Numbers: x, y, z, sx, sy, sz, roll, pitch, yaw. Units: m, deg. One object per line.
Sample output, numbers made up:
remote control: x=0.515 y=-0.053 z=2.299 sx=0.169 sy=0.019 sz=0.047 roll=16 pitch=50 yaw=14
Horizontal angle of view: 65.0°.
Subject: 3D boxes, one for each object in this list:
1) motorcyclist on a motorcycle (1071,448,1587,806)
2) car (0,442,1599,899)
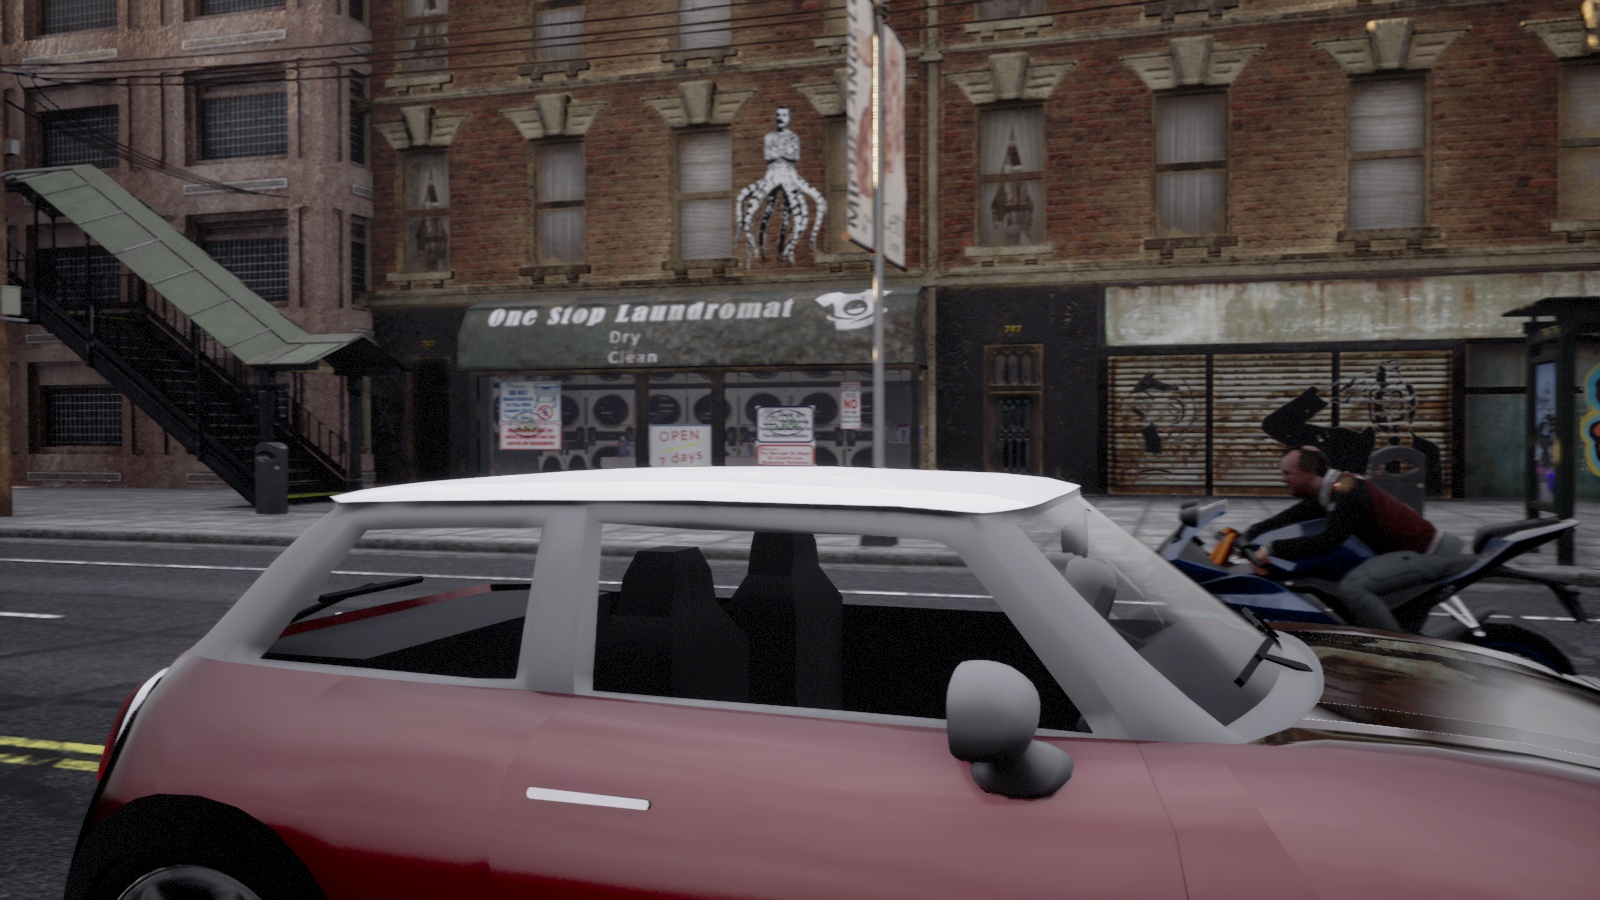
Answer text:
motorcyclist on a motorcycle: x=2.503 y=0.773 z=6.216 sx=2.191 sy=1.530 sz=0.866 roll=1 pitch=1 yaw=17
car: x=0.316 y=0.743 z=3.044 sx=3.806 sy=1.475 sz=1.970 roll=1 pitch=1 yaw=18
